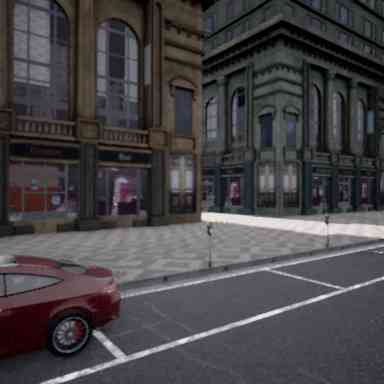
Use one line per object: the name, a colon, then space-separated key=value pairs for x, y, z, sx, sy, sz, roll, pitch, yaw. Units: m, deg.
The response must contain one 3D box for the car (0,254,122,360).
car: x=-3.041 y=1.582 z=4.477 sx=4.206 sy=1.307 sz=1.802 roll=0 pitch=0 yaw=-36
